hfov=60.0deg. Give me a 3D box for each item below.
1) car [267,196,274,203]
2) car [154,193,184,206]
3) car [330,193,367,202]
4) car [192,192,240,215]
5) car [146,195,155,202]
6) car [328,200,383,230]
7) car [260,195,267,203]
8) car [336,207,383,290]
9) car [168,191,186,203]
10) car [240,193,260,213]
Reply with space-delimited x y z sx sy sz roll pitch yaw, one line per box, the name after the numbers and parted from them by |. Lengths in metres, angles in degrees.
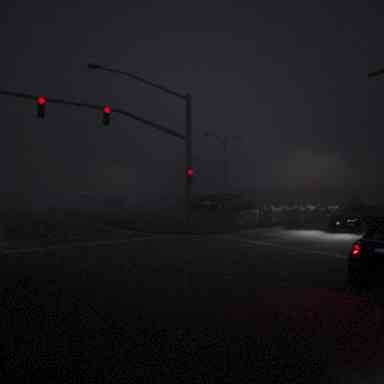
12.847 1.229 60.106 1.784 1.438 3.905 0 0 -35 | car
-3.370 1.319 48.757 1.970 1.475 3.806 0 0 -35 | car
20.478 1.031 44.145 1.905 1.878 3.866 0 0 -35 | car
2.003 1.095 31.272 1.932 1.855 4.605 0 0 -35 | car
-7.283 1.301 64.442 1.970 1.475 3.806 0 0 -35 | car
9.950 1.448 19.460 4.892 1.490 1.837 0 0 -34 | car
10.434 1.027 58.501 1.932 1.855 4.605 0 0 -35 | car
5.700 1.325 7.783 4.553 1.767 2.097 0 0 -35 | car
-2.738 1.042 67.675 1.932 1.855 4.605 0 0 -35 | car
4.407 1.089 32.884 1.905 1.878 3.866 0 0 -35 | car
